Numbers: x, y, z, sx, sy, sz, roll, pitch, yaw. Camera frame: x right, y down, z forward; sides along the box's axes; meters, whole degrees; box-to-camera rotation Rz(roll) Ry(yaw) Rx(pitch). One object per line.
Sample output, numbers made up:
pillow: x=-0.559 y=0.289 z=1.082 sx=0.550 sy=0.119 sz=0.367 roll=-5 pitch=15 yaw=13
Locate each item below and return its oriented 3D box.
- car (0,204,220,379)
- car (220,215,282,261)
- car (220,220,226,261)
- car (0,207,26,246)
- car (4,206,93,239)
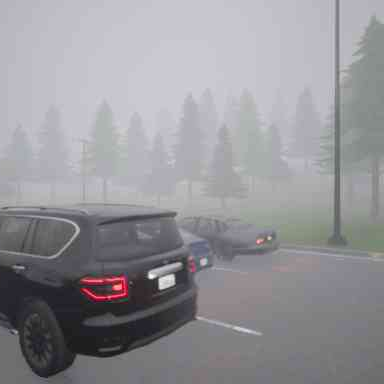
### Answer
car: x=-2.502 y=1.222 z=5.764 sx=5.566 sy=2.045 sz=2.150 roll=0 pitch=0 yaw=35
car: x=0.477 y=1.548 z=12.256 sx=5.357 sy=1.411 sz=2.033 roll=0 pitch=0 yaw=35
car: x=-1.585 y=1.525 z=9.420 sx=4.674 sy=1.442 sz=1.812 roll=0 pitch=0 yaw=36
car: x=-9.945 y=1.478 z=15.392 sx=5.008 sy=1.535 sz=1.882 roll=0 pitch=0 yaw=36
car: x=-7.976 y=1.547 z=18.285 sx=5.357 sy=1.411 sz=2.033 roll=0 pitch=0 yaw=35
